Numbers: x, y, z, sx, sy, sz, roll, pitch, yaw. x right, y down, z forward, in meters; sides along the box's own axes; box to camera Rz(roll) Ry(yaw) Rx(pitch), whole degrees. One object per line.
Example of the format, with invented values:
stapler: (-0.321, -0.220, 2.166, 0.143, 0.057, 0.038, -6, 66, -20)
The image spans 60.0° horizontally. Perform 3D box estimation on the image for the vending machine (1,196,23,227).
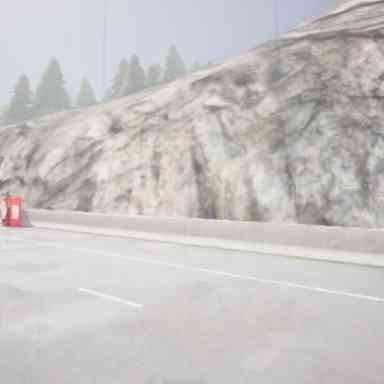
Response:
vending machine: (-12.940, 1.368, 23.946, 0.880, 2.100, 1.100, 0, -1, 36)
